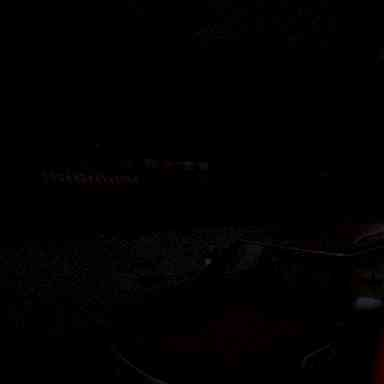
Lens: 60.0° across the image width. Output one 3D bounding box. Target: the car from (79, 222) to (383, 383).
[{"bbox_3d":[1.405,1.345,3.826,5.009,1.841,2.192,1,-1,-36],"label":"car"}]
